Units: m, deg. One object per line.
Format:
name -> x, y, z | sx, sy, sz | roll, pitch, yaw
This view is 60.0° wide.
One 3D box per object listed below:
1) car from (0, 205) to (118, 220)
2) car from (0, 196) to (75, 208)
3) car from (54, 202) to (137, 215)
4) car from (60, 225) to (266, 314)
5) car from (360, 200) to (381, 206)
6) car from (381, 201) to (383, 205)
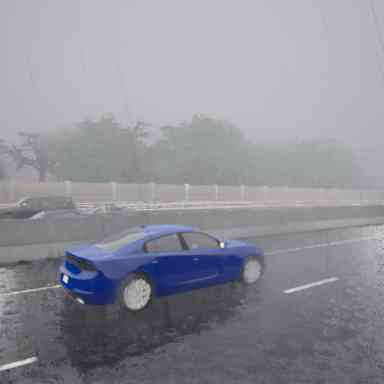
car -> -6.736, 1.598, 16.398 | 5.357, 1.411, 2.033 | 0, 0, -36
car -> -10.521, 1.288, 22.299 | 5.566, 2.045, 2.150 | 0, 0, -36
car -> -5.852, 1.559, 21.348 | 4.902, 1.511, 2.128 | 0, 0, -36
car -> -0.396, 1.504, 7.777 | 5.008, 1.535, 1.882 | 0, 0, -36
car -> 26.644, 1.973, 48.955 | 4.892, 1.490, 1.837 | 1, -1, -36
car -> 28.711, 1.914, 46.131 | 5.008, 1.535, 1.882 | 1, -1, -36
